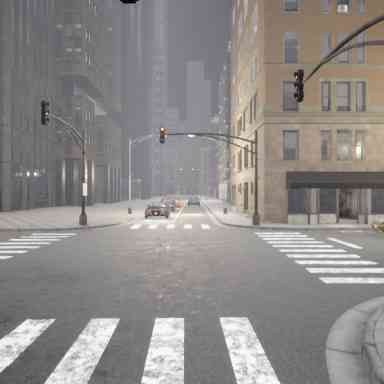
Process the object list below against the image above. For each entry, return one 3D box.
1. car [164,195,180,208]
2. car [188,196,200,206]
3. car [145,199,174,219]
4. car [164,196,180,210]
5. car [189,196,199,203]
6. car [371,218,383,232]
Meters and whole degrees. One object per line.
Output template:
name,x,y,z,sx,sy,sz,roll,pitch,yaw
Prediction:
car,-2.886,1.368,49.167,2.097,1.767,4.553,0,0,0
car,0.323,1.576,56.282,1.994,1.385,4.181,0,0,0
car,-2.978,1.573,29.414,1.994,1.385,4.181,0,0,0
car,-2.932,1.505,39.268,2.128,1.511,4.902,0,0,0
car,0.376,1.545,69.892,1.994,1.385,4.181,0,0,0
car,12.186,1.519,17.717,4.829,1.417,1.752,0,0,-1
